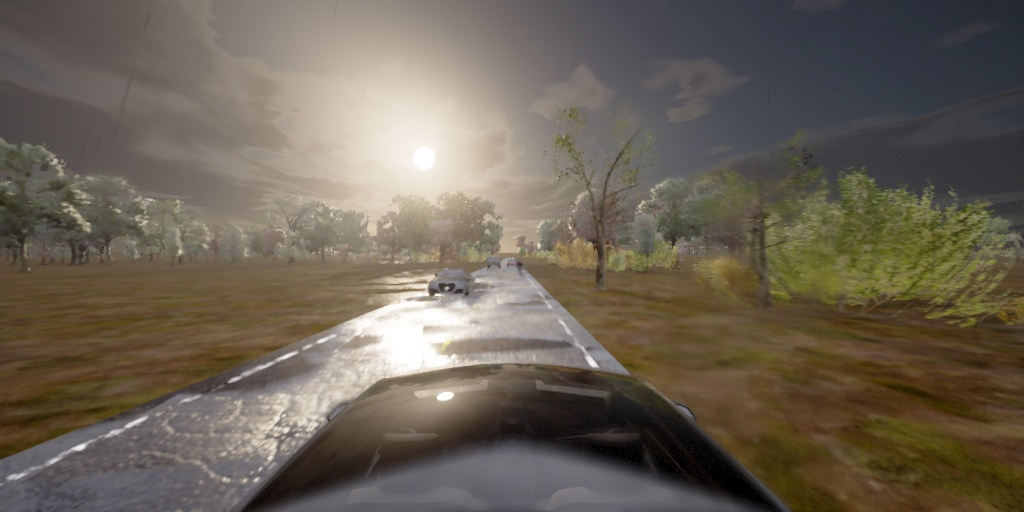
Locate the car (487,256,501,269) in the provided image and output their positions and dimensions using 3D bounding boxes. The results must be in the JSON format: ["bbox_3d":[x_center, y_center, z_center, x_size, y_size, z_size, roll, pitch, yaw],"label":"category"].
[{"bbox_3d":[-2.993,1.025,60.438,2.150,2.045,5.566,0,0,1],"label":"car"}]

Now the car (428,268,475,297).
[{"bbox_3d":[-3.085,1.337,18.981,1.994,1.385,4.181,0,0,0],"label":"car"}]

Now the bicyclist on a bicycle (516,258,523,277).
[{"bbox_3d":[0.839,1.159,35.797,0.659,1.776,1.843,0,0,0],"label":"bicyclist on a bicycle"}]
